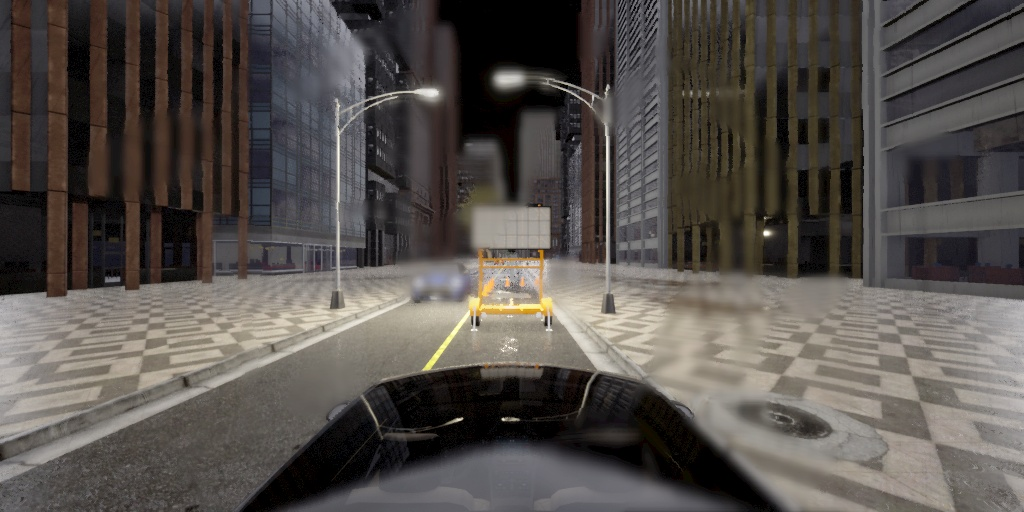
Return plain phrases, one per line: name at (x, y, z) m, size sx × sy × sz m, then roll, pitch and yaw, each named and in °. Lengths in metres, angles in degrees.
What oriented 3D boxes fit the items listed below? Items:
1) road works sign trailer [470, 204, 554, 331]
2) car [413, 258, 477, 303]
road works sign trailer at (-0.010, 0.215, 10.971) m, size 2.380 × 3.560 × 2.880 m, roll 0°, pitch 0°, yaw 0°
car at (-3.016, 1.104, 16.470) m, size 2.097 × 1.767 × 4.553 m, roll 0°, pitch 0°, yaw 0°
